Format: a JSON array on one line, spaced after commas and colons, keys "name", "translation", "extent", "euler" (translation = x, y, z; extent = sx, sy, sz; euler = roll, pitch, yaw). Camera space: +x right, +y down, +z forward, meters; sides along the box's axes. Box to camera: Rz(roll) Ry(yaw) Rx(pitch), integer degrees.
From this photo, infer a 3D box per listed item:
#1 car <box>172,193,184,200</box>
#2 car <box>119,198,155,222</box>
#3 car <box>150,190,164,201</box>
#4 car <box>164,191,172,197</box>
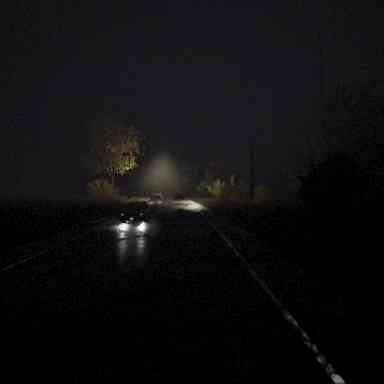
[{"name": "car", "translation": [-2.709, 0.992, 69.417], "extent": [1.812, 1.442, 4.674], "euler": [0, 1, -6]}, {"name": "car", "translation": [-4.158, 1.395, 24.985], "extent": [2.033, 1.411, 5.357], "euler": [0, 0, -2]}, {"name": "car", "translation": [-7.117, 0.725, 66.117], "extent": [2.150, 2.045, 5.566], "euler": [0, 1, -6]}, {"name": "car", "translation": [-6.243, 0.665, 87.839], "extent": [1.812, 1.442, 4.674], "euler": [0, 1, -8]}]
